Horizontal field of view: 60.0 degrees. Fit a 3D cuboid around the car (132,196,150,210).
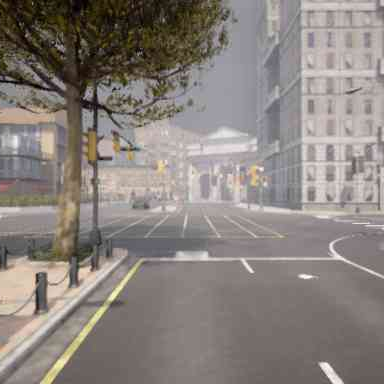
[{"bbox_3d":[-8.071,1.703,53.100,2.150,2.045,5.566,0,0,0],"label":"car"}]
